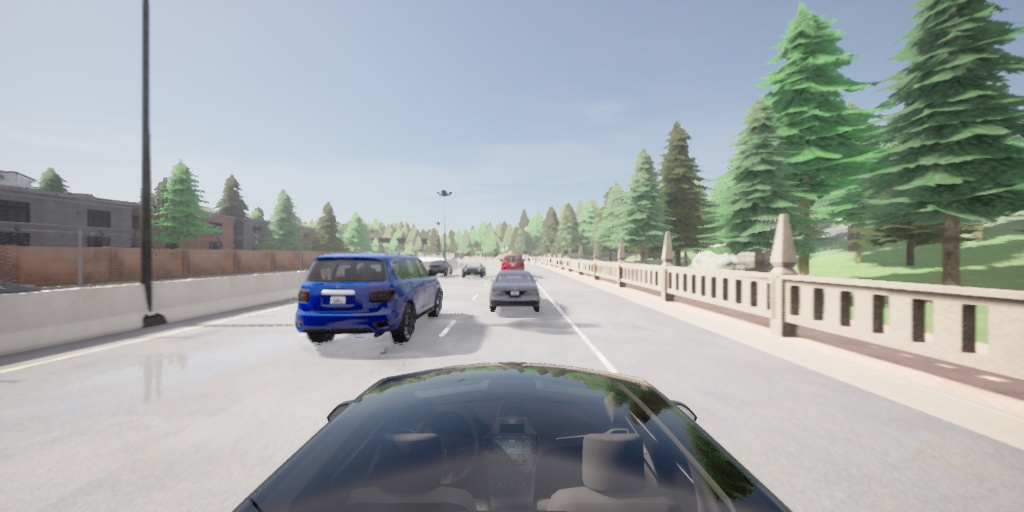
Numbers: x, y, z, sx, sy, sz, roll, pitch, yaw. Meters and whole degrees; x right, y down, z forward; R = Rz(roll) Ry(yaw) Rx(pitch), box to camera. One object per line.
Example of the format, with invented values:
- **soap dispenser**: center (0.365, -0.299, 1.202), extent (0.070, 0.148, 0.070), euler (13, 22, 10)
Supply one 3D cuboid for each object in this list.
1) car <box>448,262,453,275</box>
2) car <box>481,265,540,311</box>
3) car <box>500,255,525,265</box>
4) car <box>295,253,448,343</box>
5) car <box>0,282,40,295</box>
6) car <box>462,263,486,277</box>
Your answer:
- **car**: center (-6.917, 1.170, 34.800), extent (1.837, 1.490, 4.892), euler (0, 0, 0)
- **car**: center (0.094, 1.265, 14.280), extent (2.033, 1.411, 5.357), euler (0, 0, 0)
- **car**: center (0.083, 0.888, 33.908), extent (2.150, 2.045, 5.566), euler (0, 0, 0)
- **car**: center (-3.407, 0.951, 9.697), extent (2.150, 2.045, 5.566), euler (0, 0, 0)
- **car**: center (-14.102, 1.227, 8.011), extent (2.128, 1.511, 4.902), euler (0, 0, 0)
- **car**: center (-3.417, 1.270, 33.185), extent (1.895, 1.301, 4.718), euler (0, 0, 0)
